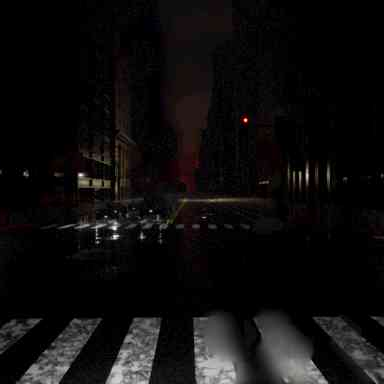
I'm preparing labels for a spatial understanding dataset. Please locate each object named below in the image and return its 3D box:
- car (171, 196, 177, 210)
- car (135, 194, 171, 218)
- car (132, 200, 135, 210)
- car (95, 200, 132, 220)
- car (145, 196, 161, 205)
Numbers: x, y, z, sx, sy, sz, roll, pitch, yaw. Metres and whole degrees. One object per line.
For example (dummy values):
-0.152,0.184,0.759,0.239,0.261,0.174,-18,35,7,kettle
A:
-3.377,1.468,40.433,2.128,1.511,4.902,0,0,0,car
-3.372,1.206,30.005,2.150,2.045,5.566,0,0,0,car
-6.629,1.577,39.932,1.895,1.301,4.718,0,0,0,car
-6.639,1.587,27.957,1.895,1.301,4.718,0,0,1,car
-6.603,1.448,57.155,2.128,1.511,4.902,0,0,0,car
